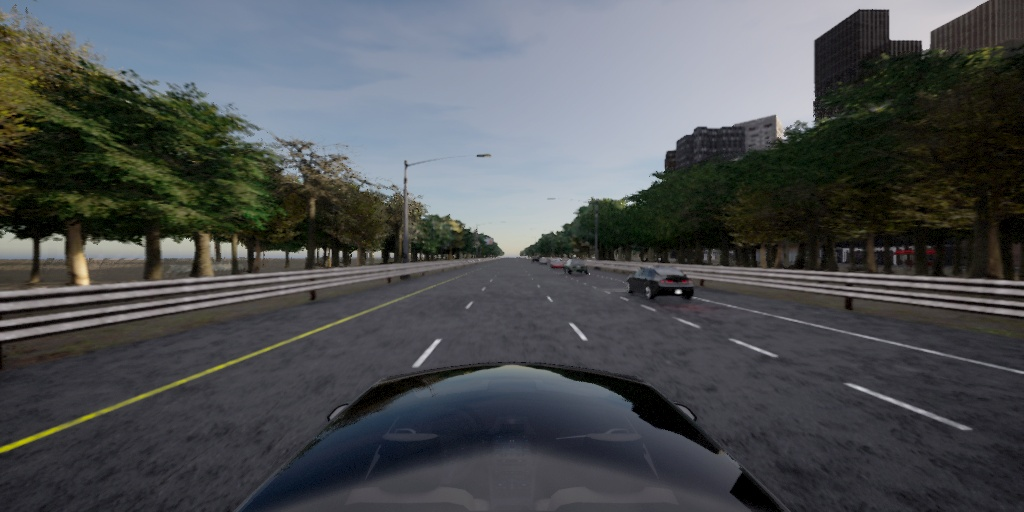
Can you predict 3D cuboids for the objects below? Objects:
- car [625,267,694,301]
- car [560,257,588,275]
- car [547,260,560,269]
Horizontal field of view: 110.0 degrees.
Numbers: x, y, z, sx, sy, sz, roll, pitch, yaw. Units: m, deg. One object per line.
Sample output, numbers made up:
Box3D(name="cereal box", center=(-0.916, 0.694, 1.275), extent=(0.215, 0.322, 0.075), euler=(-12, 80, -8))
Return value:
Box3D(name="car", center=(7.016, 1.273, 17.523), extent=(1.837, 1.490, 4.892), euler=(0, 0, 0))
Box3D(name="car", center=(7.086, 1.139, 40.412), extent=(2.097, 1.767, 4.553), euler=(0, 0, 0))
Box3D(name="car", center=(7.167, 1.368, 57.467), extent=(1.994, 1.385, 4.181), euler=(0, 0, 0))
